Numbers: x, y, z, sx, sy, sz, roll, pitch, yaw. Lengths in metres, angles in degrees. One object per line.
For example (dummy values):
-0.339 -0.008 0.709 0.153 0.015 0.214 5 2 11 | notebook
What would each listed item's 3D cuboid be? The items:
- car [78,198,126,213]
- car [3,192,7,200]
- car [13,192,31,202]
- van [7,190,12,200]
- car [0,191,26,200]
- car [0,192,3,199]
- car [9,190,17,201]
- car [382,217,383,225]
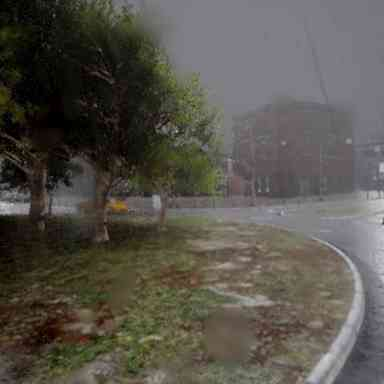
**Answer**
-9.282 1.380 34.068 5.008 1.535 1.882 0 0 15 | car
-38.356 0.937 73.344 4.553 1.767 2.185 0 1 -37 | car
-30.204 1.237 62.237 4.792 1.488 2.163 0 1 -37 | car
-35.240 0.908 68.886 4.442 1.987 1.878 0 1 -37 | van
-43.319 0.694 80.039 5.566 2.045 2.435 0 1 -37 | car
-40.114 1.022 75.657 5.008 1.535 2.097 0 1 -37 | car
-33.390 1.037 66.639 4.553 1.767 2.185 0 1 -37 | car
10.690 1.493 15.153 1.895 1.301 4.718 0 0 3 | car
